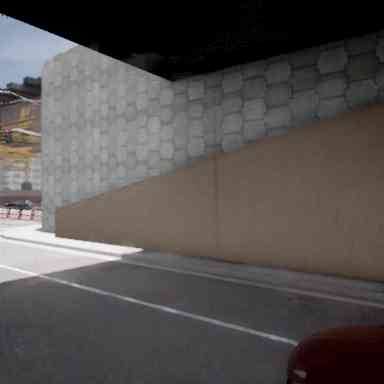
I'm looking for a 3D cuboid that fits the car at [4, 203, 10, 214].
[{"bbox_3d":[-17.211,1.502,33.378,2.038,1.542,4.974,0,0,-10],"label":"car"}]

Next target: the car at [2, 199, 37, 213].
[{"bbox_3d":[-17.220,1.345,33.429,1.853,1.218,4.536,0,0,-10],"label":"car"}]

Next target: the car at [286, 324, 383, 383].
[{"bbox_3d":[2.891,1.524,1.891,4.674,1.442,1.812,0,0,36],"label":"car"}]

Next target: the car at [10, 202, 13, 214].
[{"bbox_3d":[-13.520,1.495,30.619,4.974,1.542,2.038,0,0,0],"label":"car"}]

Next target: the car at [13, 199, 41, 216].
[{"bbox_3d":[-13.469,1.338,30.619,4.536,1.218,1.853,0,0,0],"label":"car"}]
